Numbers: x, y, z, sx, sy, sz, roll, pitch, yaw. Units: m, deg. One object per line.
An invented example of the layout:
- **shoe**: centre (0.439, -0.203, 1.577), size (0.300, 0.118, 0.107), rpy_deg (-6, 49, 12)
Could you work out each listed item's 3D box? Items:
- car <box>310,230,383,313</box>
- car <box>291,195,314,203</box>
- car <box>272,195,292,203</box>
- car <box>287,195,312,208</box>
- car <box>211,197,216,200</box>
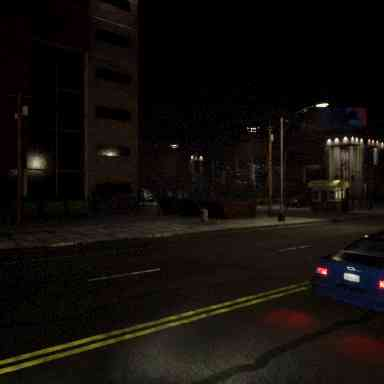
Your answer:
- **car**: centre (4.852, 1.547, 7.292), size (5.357, 1.411, 2.033), rpy_deg (0, 0, -35)
- **car**: centre (21.667, 1.420, 65.059), size (4.674, 1.452, 2.002), rpy_deg (0, 0, -36)
- **car**: centre (18.744, 1.452, 69.049), size (3.806, 1.475, 1.970), rpy_deg (0, 0, -36)
- **car**: centre (14.835, 1.254, 45.971), size (4.553, 1.767, 2.185), rpy_deg (0, 0, -36)
- **car**: centre (4.040, 1.575, 60.500), size (4.718, 1.301, 1.895), rpy_deg (0, 0, -36)
